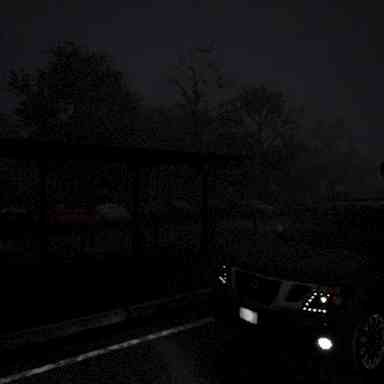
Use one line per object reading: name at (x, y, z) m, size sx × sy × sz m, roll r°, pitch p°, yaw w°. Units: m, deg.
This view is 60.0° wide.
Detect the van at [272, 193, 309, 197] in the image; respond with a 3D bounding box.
van at (10.173, 1.102, 33.857) m, size 1.878 × 1.987 × 4.442 m, roll 0°, pitch 0°, yaw -36°

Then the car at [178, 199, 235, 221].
car at (1.081, 1.391, 27.491) m, size 2.231 × 1.521 × 4.892 m, roll 0°, pitch 0°, yaw -36°

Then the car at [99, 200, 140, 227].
car at (-5.693, 1.478, 22.650) m, size 2.002 × 1.452 × 4.674 m, roll 0°, pitch 0°, yaw -36°

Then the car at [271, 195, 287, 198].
car at (5.699, 1.355, 30.572) m, size 1.946 × 1.575 × 5.366 m, roll 0°, pitch 0°, yaw -36°

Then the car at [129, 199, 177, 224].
car at (-3.456, 1.296, 24.291) m, size 2.185 × 1.767 × 4.553 m, roll 0°, pitch 0°, yaw -36°

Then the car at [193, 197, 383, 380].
car at (2.957, 1.174, 5.794) m, size 5.566 × 2.045 × 2.150 m, roll -1°, pitch 0°, yaw -36°

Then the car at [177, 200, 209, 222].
car at (-1.183, 1.405, 25.886) m, size 2.097 × 1.535 × 5.008 m, roll 0°, pitch 0°, yaw -36°

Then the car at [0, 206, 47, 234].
car at (-10.209, 1.512, 19.418) m, size 2.002 × 1.452 × 4.674 m, roll 0°, pitch 0°, yaw -36°

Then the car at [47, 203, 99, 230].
car at (-7.949, 1.455, 21.033) m, size 2.097 × 1.535 × 5.008 m, roll 0°, pitch 0°, yaw -36°
